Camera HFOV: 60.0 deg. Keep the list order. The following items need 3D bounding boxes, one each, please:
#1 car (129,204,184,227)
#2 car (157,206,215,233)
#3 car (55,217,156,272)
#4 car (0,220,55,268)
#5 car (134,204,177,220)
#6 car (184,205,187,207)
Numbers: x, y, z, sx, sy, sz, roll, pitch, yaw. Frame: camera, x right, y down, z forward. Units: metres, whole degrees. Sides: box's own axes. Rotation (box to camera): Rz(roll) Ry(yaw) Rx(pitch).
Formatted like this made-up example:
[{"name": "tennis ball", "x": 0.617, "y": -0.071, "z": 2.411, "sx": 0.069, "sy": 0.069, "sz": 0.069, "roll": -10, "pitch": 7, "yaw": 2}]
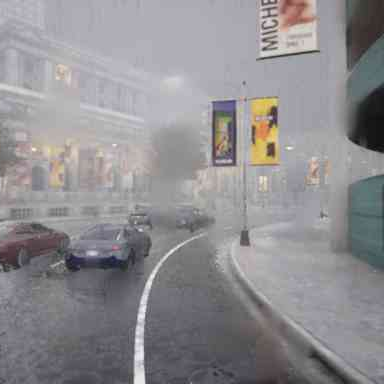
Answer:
[{"name": "car", "x": -2.880, "y": 1.962, "z": 25.432, "sx": 2.128, "sy": 1.511, "sz": 4.902, "roll": -1, "pitch": -1, "yaw": 26}, {"name": "car", "x": -0.071, "y": 1.976, "z": 23.290, "sx": 2.033, "sy": 1.411, "sz": 5.357, "roll": -1, "pitch": -1, "yaw": 24}, {"name": "car", "x": -2.733, "y": 1.782, "z": 11.653, "sx": 1.994, "sy": 1.385, "sz": 4.181, "roll": 0, "pitch": -1, "yaw": 4}, {"name": "car", "x": -6.207, "y": 1.752, "z": 12.033, "sx": 1.812, "sy": 1.442, "sz": 4.674, "roll": 0, "pitch": -1, "yaw": 5}, {"name": "car", "x": -3.950, "y": 2.160, "z": 37.122, "sx": 1.882, "sy": 1.535, "sz": 5.008, "roll": -1, "pitch": -2, "yaw": 37}, {"name": "car", "x": -1.260, "y": 2.118, "z": 34.889, "sx": 1.882, "sy": 1.535, "sz": 5.008, "roll": -1, "pitch": -2, "yaw": 37}]
